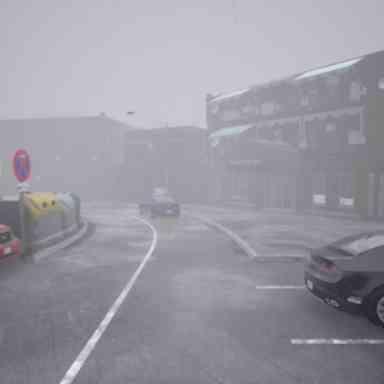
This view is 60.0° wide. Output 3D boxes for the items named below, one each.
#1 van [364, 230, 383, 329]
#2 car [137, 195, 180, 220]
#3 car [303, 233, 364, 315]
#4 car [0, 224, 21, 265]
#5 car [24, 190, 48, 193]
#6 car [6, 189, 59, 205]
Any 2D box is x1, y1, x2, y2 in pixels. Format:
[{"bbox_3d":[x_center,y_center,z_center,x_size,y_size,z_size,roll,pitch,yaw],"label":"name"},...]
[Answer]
[{"bbox_3d":[4.536,1.268,3.473,4.442,1.987,1.878,0,0,0],"label":"van"},{"bbox_3d":[-2.431,0.961,23.292,1.882,1.535,5.008,-1,3,-23],"label":"car"},{"bbox_3d":[4.648,1.483,6.281,4.892,1.521,2.231,0,1,0],"label":"car"},{"bbox_3d":[-7.646,1.203,8.818,5.566,2.045,2.435,0,0,0],"label":"car"},{"bbox_3d":[-14.784,0.722,31.018,4.181,1.385,1.994,-1,3,21],"label":"car"},{"bbox_3d":[-16.822,0.510,35.147,5.008,1.535,1.882,-1,2,17],"label":"car"}]
